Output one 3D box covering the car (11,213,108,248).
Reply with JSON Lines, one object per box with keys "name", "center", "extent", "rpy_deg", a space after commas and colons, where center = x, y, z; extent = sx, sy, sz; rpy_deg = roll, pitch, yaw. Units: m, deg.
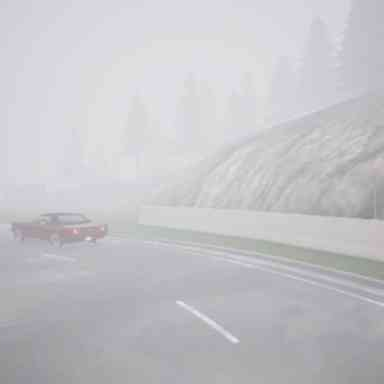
{"name": "car", "center": [-5.936, 1.565, 14.560], "extent": [4.718, 1.301, 1.895], "rpy_deg": [0, 0, 36]}
